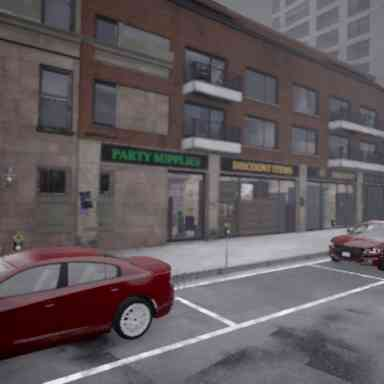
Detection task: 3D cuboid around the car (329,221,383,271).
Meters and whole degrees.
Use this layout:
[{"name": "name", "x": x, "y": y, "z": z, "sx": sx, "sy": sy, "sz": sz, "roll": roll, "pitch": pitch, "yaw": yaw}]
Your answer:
[{"name": "car", "x": 6.522, "y": 1.676, "z": 11.422, "sx": 4.507, "sy": 1.381, "sz": 1.887, "roll": 1, "pitch": 0, "yaw": -36}]

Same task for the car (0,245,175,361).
[{"name": "car", "x": -2.392, "y": 1.560, "z": 5.041, "sx": 4.507, "sy": 1.381, "sz": 1.887, "roll": 1, "pitch": 0, "yaw": -36}]
